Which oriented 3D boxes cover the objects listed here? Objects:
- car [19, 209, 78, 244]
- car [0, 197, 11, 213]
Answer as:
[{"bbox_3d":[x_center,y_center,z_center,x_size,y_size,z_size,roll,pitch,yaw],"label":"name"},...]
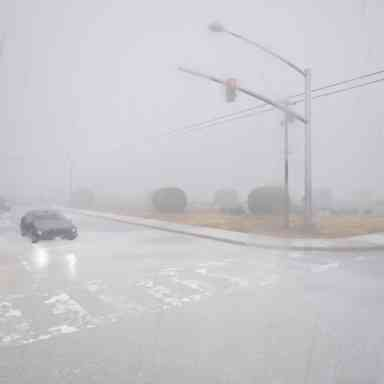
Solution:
[{"bbox_3d":[-7.212,1.573,16.347,2.033,1.411,5.357,0,0,-35],"label":"car"},{"bbox_3d":[-21.479,1.301,36.945,2.097,1.767,4.553,0,0,-35],"label":"car"}]
